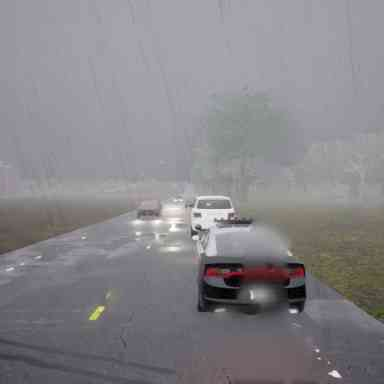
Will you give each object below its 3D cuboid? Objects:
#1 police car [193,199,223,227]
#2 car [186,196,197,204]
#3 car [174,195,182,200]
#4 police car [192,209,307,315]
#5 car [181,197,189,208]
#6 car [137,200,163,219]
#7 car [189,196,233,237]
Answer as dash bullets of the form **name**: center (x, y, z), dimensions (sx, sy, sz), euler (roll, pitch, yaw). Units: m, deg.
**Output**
- **police car**: center (1.021, 1.408, 23.822), dimensions (1.930, 1.638, 5.238), euler (0, 0, 0)
- **car**: center (-0.075, 1.484, 60.439), dimensions (1.895, 1.301, 4.718), euler (0, 0, 0)
- **car**: center (-3.609, 1.328, 86.903), dimensions (1.895, 1.301, 4.718), euler (0, 0, 0)
- **police car**: center (1.041, 1.421, 7.820), dimensions (1.930, 1.638, 5.238), euler (0, 0, 0)
- **car**: center (-0.015, 1.481, 45.582), dimensions (2.033, 1.411, 5.357), euler (0, 0, 1)
- **car**: center (-3.637, 1.451, 29.330), dimensions (1.882, 1.535, 5.008), euler (0, 0, 0)
- **car**: center (1.029, 1.213, 17.740), dimensions (2.150, 2.045, 5.566), euler (0, 0, 0)
